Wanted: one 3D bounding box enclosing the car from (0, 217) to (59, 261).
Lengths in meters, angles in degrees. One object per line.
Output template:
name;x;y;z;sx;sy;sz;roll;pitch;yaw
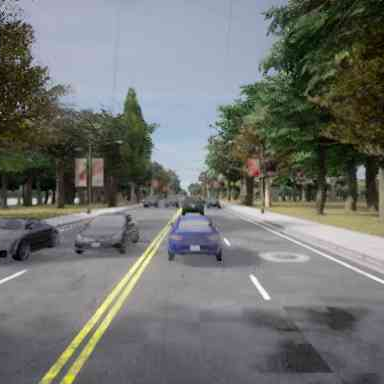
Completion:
car;-6.601;1.635;12.394;1.994;1.385;4.181;0;0;0

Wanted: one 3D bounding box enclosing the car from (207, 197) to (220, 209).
car;3.342;1.740;53.434;2.097;1.767;4.553;0;-1;0

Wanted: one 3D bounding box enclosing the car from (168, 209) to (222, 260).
car;0.097;1.598;12.641;1.812;1.442;4.674;0;0;0

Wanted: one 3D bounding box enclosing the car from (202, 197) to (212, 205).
car;3.236;1.935;72.850;2.097;1.767;4.553;0;-1;0

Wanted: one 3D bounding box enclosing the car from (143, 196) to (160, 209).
car;-6.561;1.616;54.389;2.150;2.045;5.566;0;0;1

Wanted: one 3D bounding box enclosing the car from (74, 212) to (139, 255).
car;-3.351;1.606;13.908;1.812;1.442;4.674;0;0;0

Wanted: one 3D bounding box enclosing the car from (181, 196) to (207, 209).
car;0.084;1.440;33.787;2.150;2.045;5.566;0;0;0

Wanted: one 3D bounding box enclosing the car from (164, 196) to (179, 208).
car;-3.314;1.624;54.982;2.150;2.045;5.566;0;-1;1
